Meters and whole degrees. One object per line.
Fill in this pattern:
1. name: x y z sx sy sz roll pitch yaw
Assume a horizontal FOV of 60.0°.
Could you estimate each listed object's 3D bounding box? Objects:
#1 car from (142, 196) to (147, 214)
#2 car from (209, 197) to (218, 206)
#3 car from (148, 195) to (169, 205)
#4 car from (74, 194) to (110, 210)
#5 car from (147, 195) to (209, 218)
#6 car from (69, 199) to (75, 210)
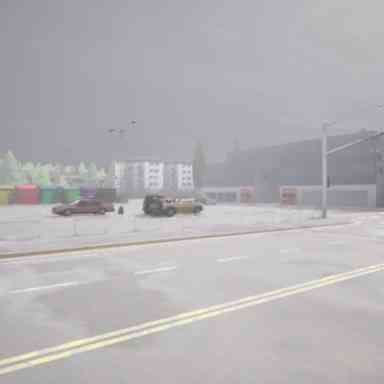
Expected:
1. car: -2.792 1.193 31.294 3.866 1.878 1.905 0 0 -35
2. car: 2.414 1.570 55.313 2.128 1.511 4.902 0 0 -34
3. car: -6.298 1.423 62.104 2.097 1.767 4.553 0 0 -33
4. car: -14.167 1.193 47.285 3.866 1.878 1.905 0 0 -35
5. car: -1.164 1.190 28.901 4.605 1.855 1.932 0 0 -35
6. car: -15.833 1.433 49.653 3.806 1.475 1.970 0 0 -35
